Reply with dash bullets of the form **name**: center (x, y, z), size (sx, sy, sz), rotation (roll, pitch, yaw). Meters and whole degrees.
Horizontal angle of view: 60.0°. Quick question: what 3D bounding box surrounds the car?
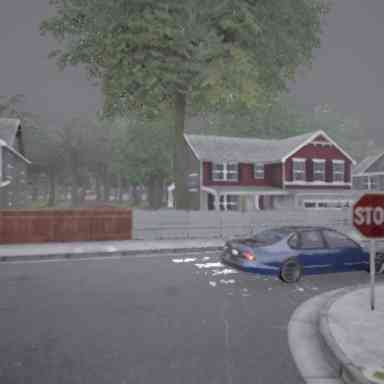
- **car**: center (3.508, 1.714, 9.840), size (5.357, 1.411, 2.033), rotation (1, -1, -20)
